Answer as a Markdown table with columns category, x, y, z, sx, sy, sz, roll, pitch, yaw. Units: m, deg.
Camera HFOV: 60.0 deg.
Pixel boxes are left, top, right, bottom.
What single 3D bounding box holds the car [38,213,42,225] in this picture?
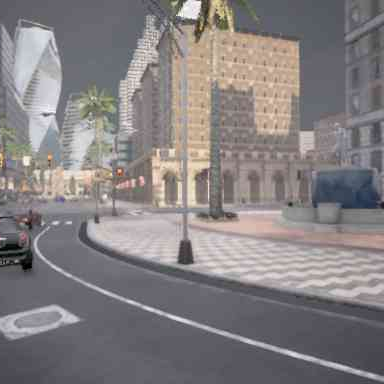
| category | x | y | z | sx | sy | sz | roll | pitch | yaw |
| --- | --- | --- | --- | --- | --- | --- | --- | --- | --- |
| car | -11.525 | 1.788 | 22.642 | 1.895 | 1.301 | 4.718 | 0 | 0 | -15 |

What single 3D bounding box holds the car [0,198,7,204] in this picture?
| category | x | y | z | sx | sy | sz | roll | pitch | yaw |
| --- | --- | --- | --- | --- | --- | --- | --- | --- | --- |
| car | -40.836 | 2.132 | 70.931 | 2.161 | 1.482 | 4.786 | 0 | 0 | -18 |

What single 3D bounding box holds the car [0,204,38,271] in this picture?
| category | x | y | z | sx | sy | sz | roll | pitch | yaw |
| --- | --- | --- | --- | --- | --- | --- | --- | --- | --- |
| car | -6.537 | 1.446 | 10.726 | 2.097 | 1.767 | 4.553 | 0 | 0 | -33 |

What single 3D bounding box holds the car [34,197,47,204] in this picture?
| category | x | y | z | sx | sy | sz | roll | pitch | yaw |
| --- | --- | --- | --- | --- | --- | --- | --- | --- | --- |
| car | -37.999 | 2.142 | 84.489 | 1.882 | 1.535 | 5.008 | 0 | 0 | -17 |

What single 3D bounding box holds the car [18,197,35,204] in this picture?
| category | x | y | z | sx | sy | sz | roll | pitch | yaw |
| --- | --- | --- | --- | --- | --- | --- | --- | --- | --- |
| car | -41.332 | 2.207 | 83.420 | 2.128 | 1.511 | 4.902 | 0 | 0 | -17 |
